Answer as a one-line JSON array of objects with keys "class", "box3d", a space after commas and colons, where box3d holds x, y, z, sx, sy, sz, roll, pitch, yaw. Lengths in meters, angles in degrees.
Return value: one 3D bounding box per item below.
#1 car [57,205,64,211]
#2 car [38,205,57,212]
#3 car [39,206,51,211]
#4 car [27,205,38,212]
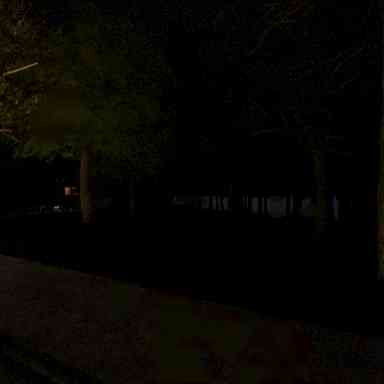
[{"class": "car", "box3d": [-35.149, 4.234, 87.523, 2.128, 1.511, 4.902, 0, -2, -9]}, {"class": "car", "box3d": [-33.437, 3.882, 77.240, 1.837, 1.490, 4.892, 0, -2, -9]}, {"class": "car", "box3d": [-38.355, 4.270, 86.988, 1.994, 1.385, 4.181, 0, -2, -9]}, {"class": "car", "box3d": [-36.705, 3.908, 77.083, 1.837, 1.490, 4.892, 0, -2, -9]}]
